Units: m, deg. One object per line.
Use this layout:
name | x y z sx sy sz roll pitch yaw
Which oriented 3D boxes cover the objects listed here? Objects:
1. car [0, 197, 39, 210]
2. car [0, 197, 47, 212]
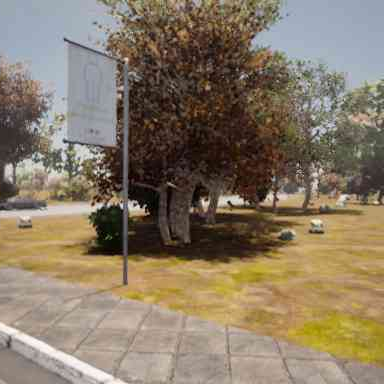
car | -20.602 1.302 39.279 1.994 1.385 4.181 0 0 39
car | -18.610 1.309 36.153 2.033 1.411 5.357 0 0 39
